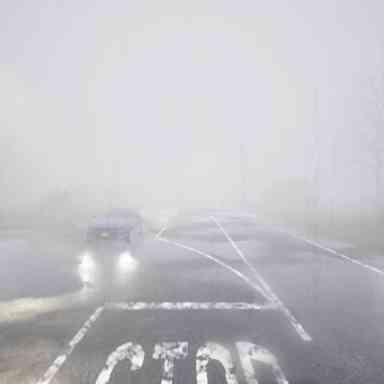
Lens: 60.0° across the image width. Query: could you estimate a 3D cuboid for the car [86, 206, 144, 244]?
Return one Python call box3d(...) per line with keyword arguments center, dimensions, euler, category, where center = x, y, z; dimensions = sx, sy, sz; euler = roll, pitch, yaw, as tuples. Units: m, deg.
box3d(center=(-3.469, 1.439, 15.783), dimensions=(1.882, 1.535, 5.008), euler=(0, 0, 0), category="car")
